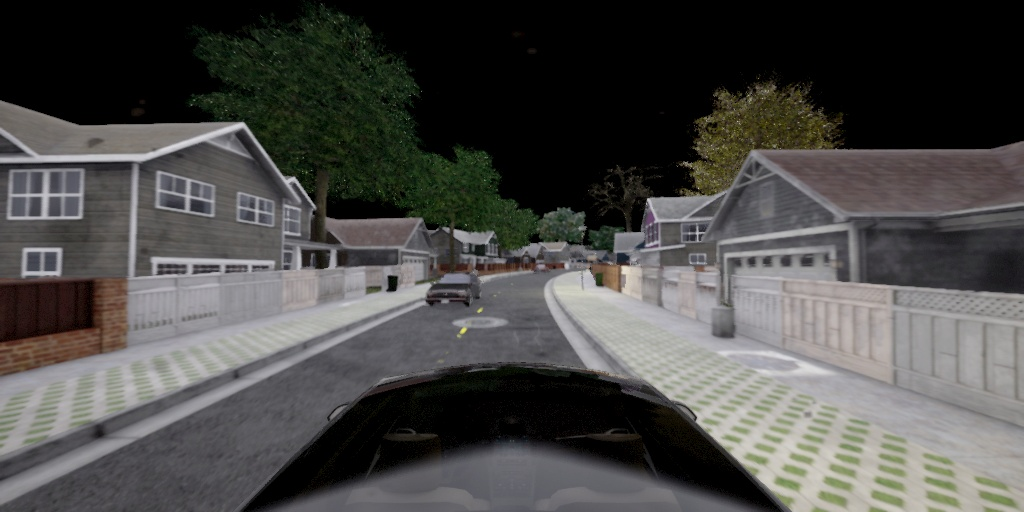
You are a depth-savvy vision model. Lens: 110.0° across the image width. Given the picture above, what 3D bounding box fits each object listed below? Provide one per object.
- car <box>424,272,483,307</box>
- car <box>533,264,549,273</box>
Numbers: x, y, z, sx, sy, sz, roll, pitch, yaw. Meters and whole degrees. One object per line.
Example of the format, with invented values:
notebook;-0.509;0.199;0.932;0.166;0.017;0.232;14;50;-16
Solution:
car;-2.555;1.481;17.043;2.033;1.411;5.357;0;-1;3
car;4.814;2.056;58.541;1.812;1.442;4.674;-1;-1;17
